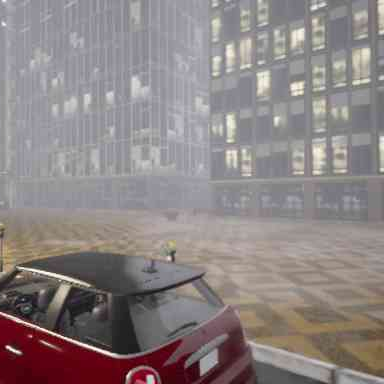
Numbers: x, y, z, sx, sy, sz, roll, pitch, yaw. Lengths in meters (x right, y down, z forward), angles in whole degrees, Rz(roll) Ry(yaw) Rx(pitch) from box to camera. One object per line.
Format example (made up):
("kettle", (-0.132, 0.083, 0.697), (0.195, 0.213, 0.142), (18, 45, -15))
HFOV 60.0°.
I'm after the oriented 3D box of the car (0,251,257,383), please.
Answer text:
("car", (-1.438, 1.442, 3.908), (4.097, 1.590, 1.967), (0, 0, 35))
